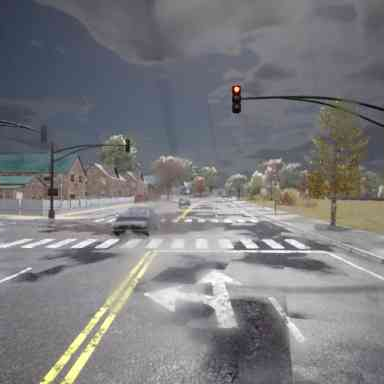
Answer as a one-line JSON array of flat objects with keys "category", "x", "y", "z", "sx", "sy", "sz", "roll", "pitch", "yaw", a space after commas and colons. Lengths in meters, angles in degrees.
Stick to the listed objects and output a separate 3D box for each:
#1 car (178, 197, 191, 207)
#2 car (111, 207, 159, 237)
[{"category": "car", "x": -1.280, "y": 1.588, "z": 54.920, "sx": 2.128, "sy": 1.511, "sz": 4.902, "roll": 0, "pitch": 0, "yaw": 4}, {"category": "car", "x": -2.952, "y": 1.565, "z": 18.593, "sx": 2.033, "sy": 1.411, "sz": 5.357, "roll": 0, "pitch": 0, "yaw": 1}]
